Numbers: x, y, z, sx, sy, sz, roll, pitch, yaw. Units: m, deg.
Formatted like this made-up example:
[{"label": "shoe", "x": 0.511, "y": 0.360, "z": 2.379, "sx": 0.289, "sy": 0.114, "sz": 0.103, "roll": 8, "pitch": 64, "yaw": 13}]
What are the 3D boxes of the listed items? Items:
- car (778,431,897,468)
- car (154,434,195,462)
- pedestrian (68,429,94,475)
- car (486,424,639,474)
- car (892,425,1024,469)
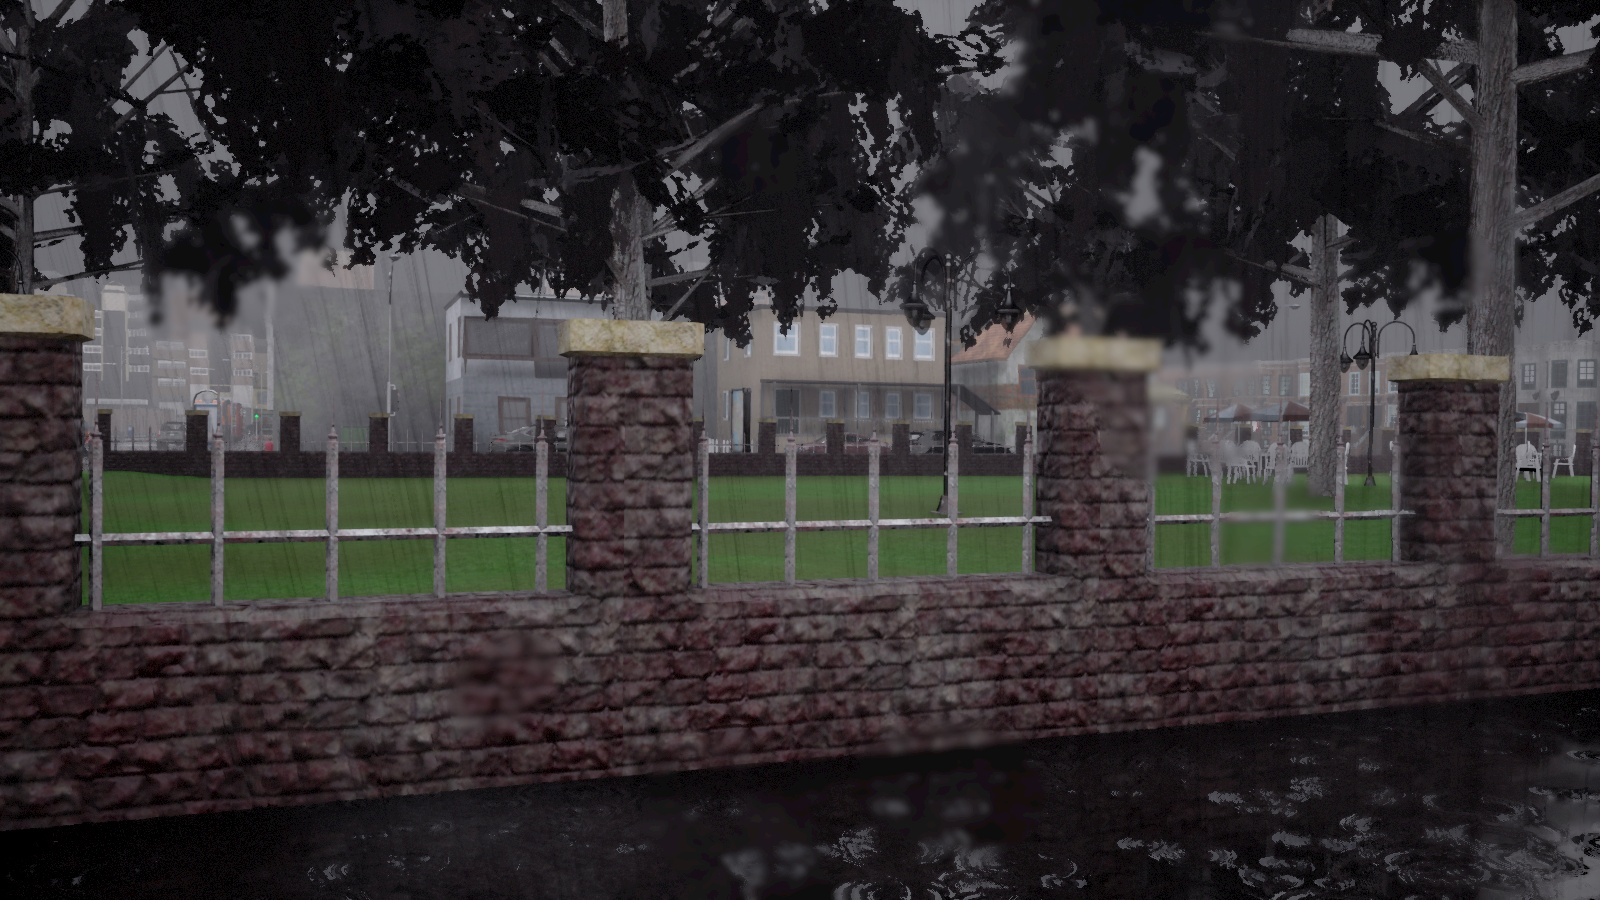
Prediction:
[{"label": "car", "x": 1.576, "y": -0.052, "z": 52.808, "sx": 4.674, "sy": 1.442, "sz": 1.812, "roll": -1, "pitch": 1, "yaw": -21}, {"label": "car", "x": -38.281, "y": -0.142, "z": 76.954, "sx": 1.851, "sy": 1.617, "sz": 3.988, "roll": -1, "pitch": 1, "yaw": -21}, {"label": "pedestrian", "x": -28.873, "y": 0.079, "z": 50.457, "sx": 0.540, "sy": 1.848, "sz": 0.694, "roll": 0, "pitch": 1, "yaw": 30}, {"label": "car", "x": -8.477, "y": -0.059, "z": 44.709, "sx": 5.027, "sy": 1.651, "sz": 2.152, "roll": -1, "pitch": 1, "yaw": -21}, {"label": "car", "x": 6.316, "y": -0.159, "z": 50.326, "sx": 4.856, "sy": 1.649, "sz": 2.033, "roll": -1, "pitch": 1, "yaw": -21}]
